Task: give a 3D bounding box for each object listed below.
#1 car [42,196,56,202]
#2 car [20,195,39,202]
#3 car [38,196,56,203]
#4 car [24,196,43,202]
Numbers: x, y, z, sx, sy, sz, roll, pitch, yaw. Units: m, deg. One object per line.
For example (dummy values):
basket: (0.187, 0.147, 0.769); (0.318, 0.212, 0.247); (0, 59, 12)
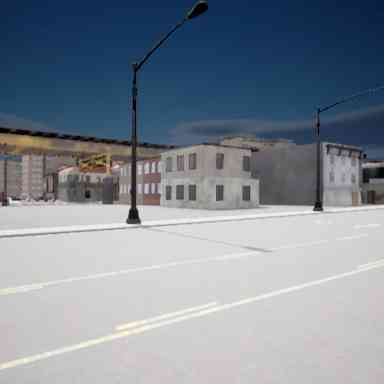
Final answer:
car: (-35.143, 1.718, 81.676); (1.853, 1.218, 4.536); (0, 0, -5)
car: (-38.870, 1.848, 81.550); (4.974, 1.542, 2.038); (0, -1, 25)
car: (-35.139, 1.875, 81.623); (2.038, 1.542, 4.974); (0, 0, -5)
car: (-38.916, 1.691, 81.573); (4.536, 1.218, 1.853); (0, -1, 25)
